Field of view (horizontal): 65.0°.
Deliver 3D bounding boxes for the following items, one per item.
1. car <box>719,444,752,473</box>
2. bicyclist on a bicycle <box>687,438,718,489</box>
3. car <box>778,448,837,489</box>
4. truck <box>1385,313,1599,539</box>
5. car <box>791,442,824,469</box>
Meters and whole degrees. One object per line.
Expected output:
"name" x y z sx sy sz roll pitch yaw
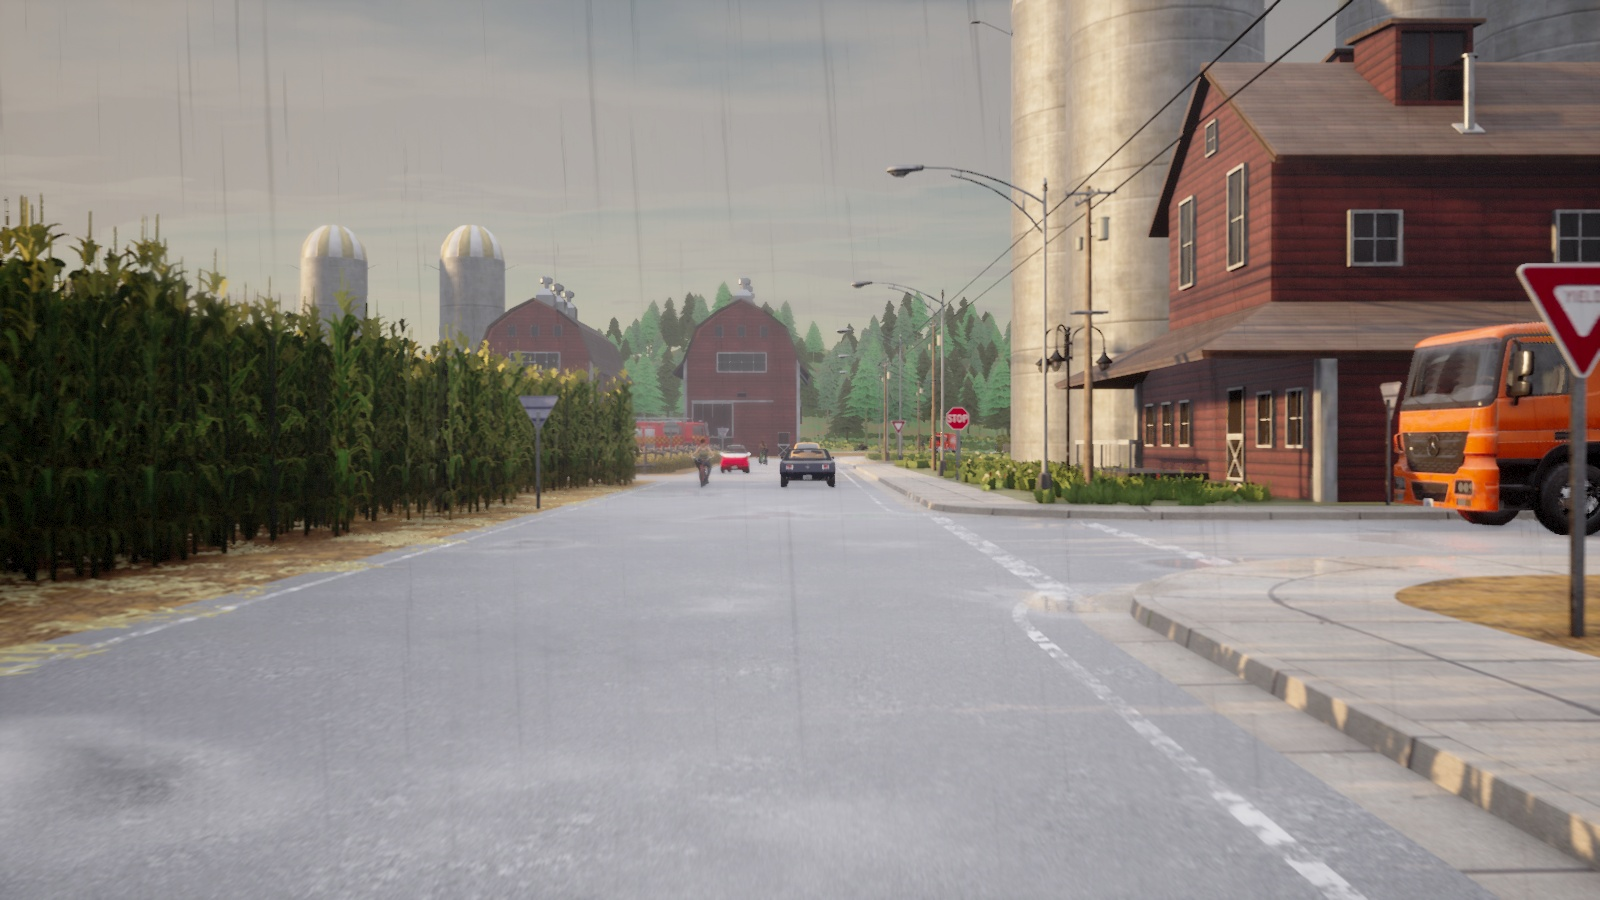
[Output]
"car" -3.137 0.431 61.210 1.481 1.376 2.207 0 0 0
"bicyclist on a bicycle" -3.240 0.431 41.806 0.866 1.612 1.509 0 2 1
"car" 0.260 0.589 43.091 1.895 1.301 4.718 0 0 0
"truck" 14.316 -0.375 20.747 7.936 3.462 2.891 0 0 -1
"car" 0.429 0.288 72.786 1.882 1.535 5.008 0 1 0
